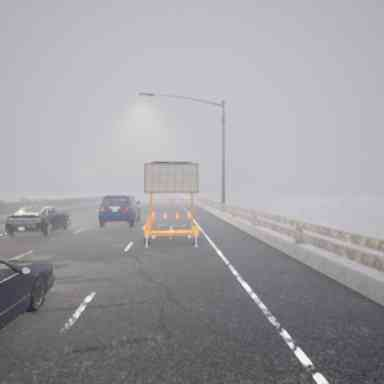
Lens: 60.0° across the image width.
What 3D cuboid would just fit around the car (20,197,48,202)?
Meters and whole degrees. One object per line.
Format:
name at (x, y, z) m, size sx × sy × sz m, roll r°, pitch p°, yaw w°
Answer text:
car at (-20.406, 1.472, 44.355) m, size 2.033 × 1.411 × 5.357 m, roll 0°, pitch 0°, yaw -4°

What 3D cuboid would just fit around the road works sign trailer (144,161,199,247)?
road works sign trailer at (-0.911, 0.444, 14.883) m, size 2.380 × 3.560 × 2.880 m, roll 0°, pitch 0°, yaw -4°

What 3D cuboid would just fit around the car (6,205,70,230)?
car at (-8.007, 1.464, 17.761) m, size 2.128 × 1.511 × 4.902 m, roll 0°, pitch 0°, yaw -4°

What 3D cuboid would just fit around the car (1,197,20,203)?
car at (-24.016, 1.446, 46.074) m, size 1.812 × 1.442 × 4.674 m, roll 0°, pitch 0°, yaw -3°

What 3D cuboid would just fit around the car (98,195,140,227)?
car at (-4.803, 1.188, 22.558) m, size 2.150 × 2.045 × 5.566 m, roll 0°, pitch 0°, yaw -4°

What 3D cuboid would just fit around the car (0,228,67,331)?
car at (-3.668, 1.540, 4.535) m, size 2.033 × 1.411 × 5.357 m, roll 0°, pitch 0°, yaw -3°
